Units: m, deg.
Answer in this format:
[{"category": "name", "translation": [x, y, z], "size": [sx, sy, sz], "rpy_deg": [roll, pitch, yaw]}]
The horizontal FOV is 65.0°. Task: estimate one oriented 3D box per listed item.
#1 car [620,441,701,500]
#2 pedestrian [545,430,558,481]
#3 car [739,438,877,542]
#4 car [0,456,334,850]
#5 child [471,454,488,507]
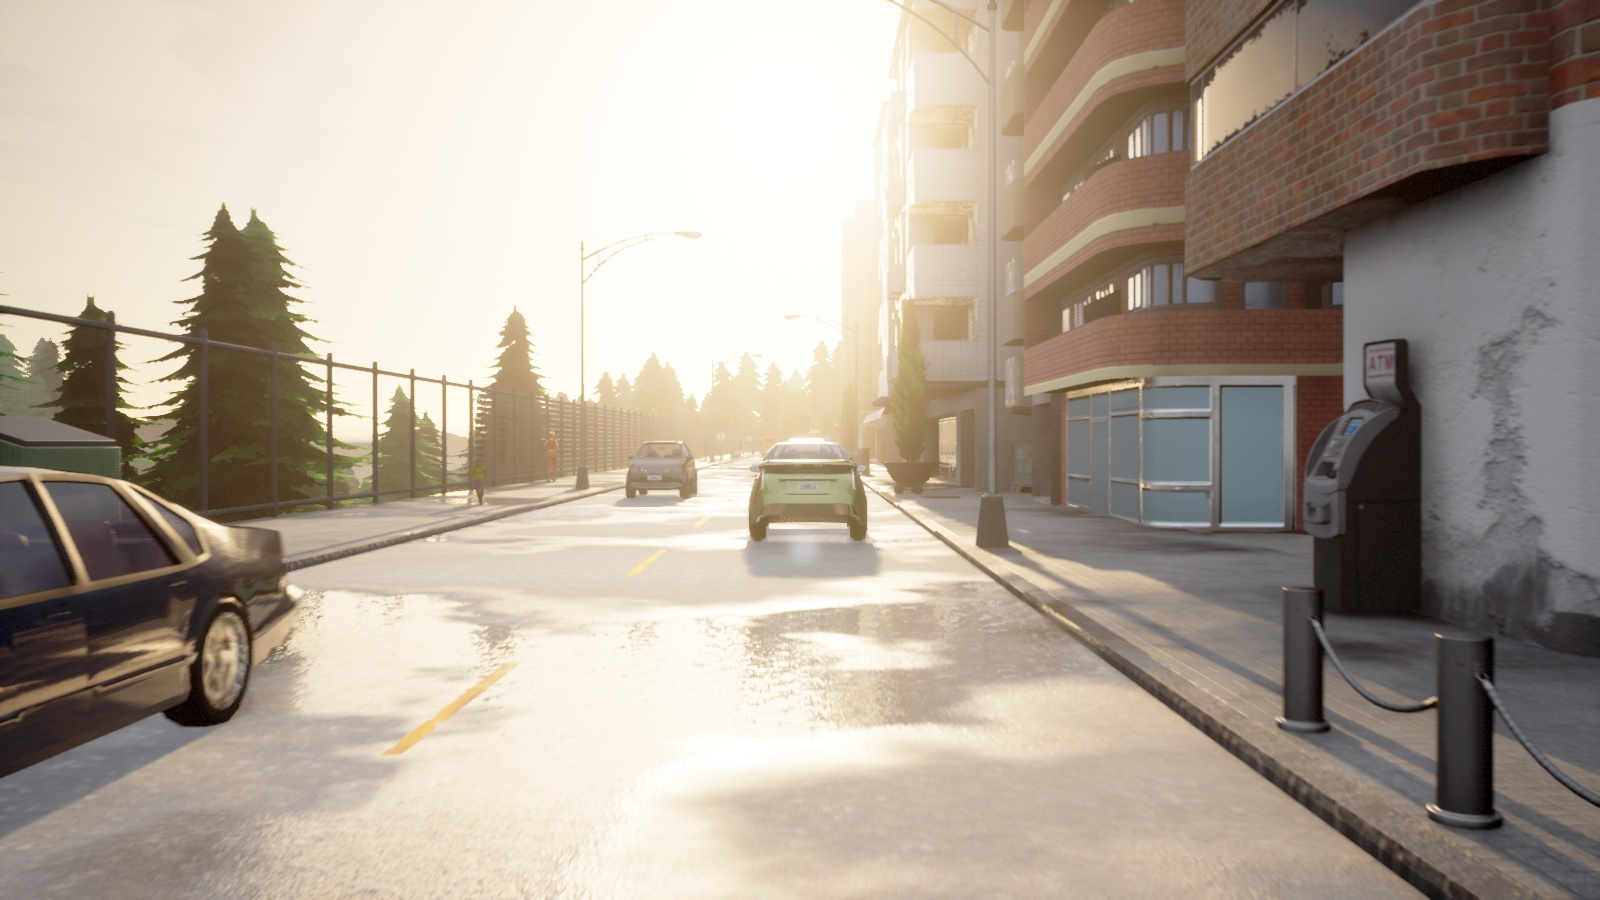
[{"category": "car", "translation": [-3.791, 0.527, 34.570], "size": [1.789, 1.549, 3.705], "rpy_deg": [0, 0, 0]}, {"category": "pedestrian", "translation": [-8.907, 0.196, 45.001], "size": [0.345, 1.836, 0.594], "rpy_deg": [0, 0, 1]}, {"category": "car", "translation": [0.130, 0.577, 20.635], "size": [2.007, 1.525, 4.514], "rpy_deg": [0, 0, 0]}, {"category": "car", "translation": [-3.955, 0.761, 5.197], "size": [2.033, 1.411, 5.357], "rpy_deg": [0, 0, 0]}, {"category": "child", "translation": [-7.135, 0.673, 27.954], "size": [0.299, 1.160, 0.473], "rpy_deg": [0, 0, -5]}]
